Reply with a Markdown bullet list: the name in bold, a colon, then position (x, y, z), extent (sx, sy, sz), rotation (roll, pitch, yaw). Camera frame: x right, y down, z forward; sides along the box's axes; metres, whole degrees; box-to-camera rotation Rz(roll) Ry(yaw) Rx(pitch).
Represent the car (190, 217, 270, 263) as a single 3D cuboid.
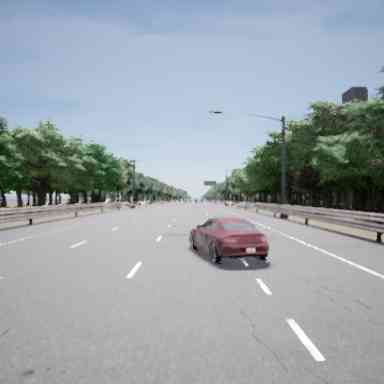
- **car**: position (1.252, 1.646, 12.445), extent (1.812, 1.442, 4.674), rotation (0, 0, -14)
